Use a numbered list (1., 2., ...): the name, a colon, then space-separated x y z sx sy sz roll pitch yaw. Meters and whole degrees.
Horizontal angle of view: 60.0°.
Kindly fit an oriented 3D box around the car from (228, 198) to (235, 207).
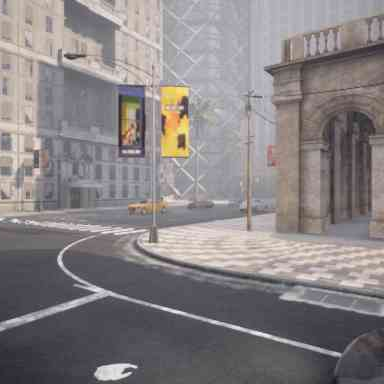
1. car: 7.299 1.505 51.345 2.128 1.511 4.902 0 0 36

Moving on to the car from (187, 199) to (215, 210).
1. car: 1.208 1.577 42.921 1.994 1.385 4.181 0 0 36

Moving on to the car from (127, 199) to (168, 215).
1. car: -4.544 1.491 34.843 1.882 1.535 5.008 0 0 35

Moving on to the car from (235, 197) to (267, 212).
1. car: 7.195 1.535 38.934 1.812 1.442 4.674 0 0 36

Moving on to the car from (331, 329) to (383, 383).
1. car: 3.285 1.504 1.649 4.892 1.490 1.837 0 0 36
